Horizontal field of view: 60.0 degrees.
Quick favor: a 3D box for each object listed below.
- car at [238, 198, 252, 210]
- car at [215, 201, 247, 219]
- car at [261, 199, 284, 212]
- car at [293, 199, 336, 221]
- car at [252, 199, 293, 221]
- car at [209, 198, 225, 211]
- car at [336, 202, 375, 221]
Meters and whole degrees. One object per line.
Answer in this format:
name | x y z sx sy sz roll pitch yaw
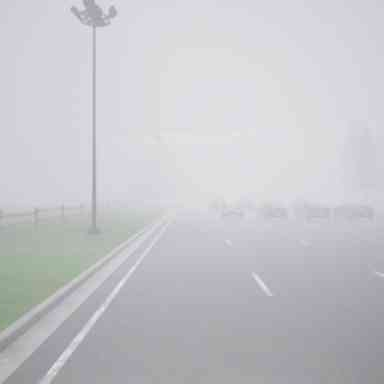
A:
car | 6.928 1.578 43.896 2.097 1.767 4.553 0 0 0
car | 3.493 1.758 30.373 1.895 1.301 4.718 0 0 0
car | 10.428 1.724 43.682 1.837 1.490 4.892 0 -1 0
car | 10.444 1.623 29.252 1.882 1.535 5.008 0 0 0
car | 6.944 1.626 29.232 1.882 1.535 5.008 0 0 0
car | 3.426 1.581 43.898 2.097 1.767 4.553 0 0 0
car | 13.943 1.631 29.033 2.128 1.511 4.902 0 0 0
